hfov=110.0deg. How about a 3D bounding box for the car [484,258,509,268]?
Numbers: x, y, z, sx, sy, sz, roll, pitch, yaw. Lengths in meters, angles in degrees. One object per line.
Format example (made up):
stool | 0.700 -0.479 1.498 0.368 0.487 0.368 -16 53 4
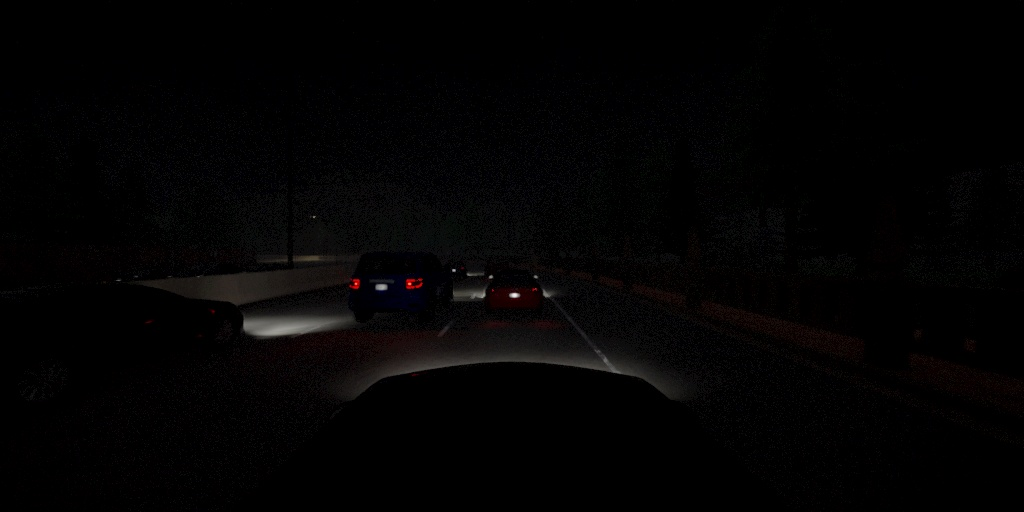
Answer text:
car | -1.306 0.953 30.332 1.882 1.535 5.008 0 1 -8

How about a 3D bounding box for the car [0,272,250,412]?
car | -6.899 1.213 5.988 1.837 1.490 4.892 0 1 0

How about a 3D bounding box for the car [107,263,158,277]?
car | -21.534 1.124 21.452 1.994 1.385 4.181 0 1 -5

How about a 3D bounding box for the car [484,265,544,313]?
car | 0.058 1.202 13.389 1.994 1.385 4.181 0 1 -1

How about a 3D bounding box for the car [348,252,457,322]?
car | -3.421 0.873 12.009 2.150 2.045 5.566 0 1 -1

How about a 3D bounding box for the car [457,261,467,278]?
car | -4.699 1.049 29.320 1.994 1.385 4.181 0 1 -8

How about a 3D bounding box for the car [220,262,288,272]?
car | -14.484 1.127 21.117 1.994 1.385 4.181 0 1 -5

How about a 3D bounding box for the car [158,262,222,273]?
car | -18.015 1.085 21.500 1.812 1.442 4.674 0 1 -5
